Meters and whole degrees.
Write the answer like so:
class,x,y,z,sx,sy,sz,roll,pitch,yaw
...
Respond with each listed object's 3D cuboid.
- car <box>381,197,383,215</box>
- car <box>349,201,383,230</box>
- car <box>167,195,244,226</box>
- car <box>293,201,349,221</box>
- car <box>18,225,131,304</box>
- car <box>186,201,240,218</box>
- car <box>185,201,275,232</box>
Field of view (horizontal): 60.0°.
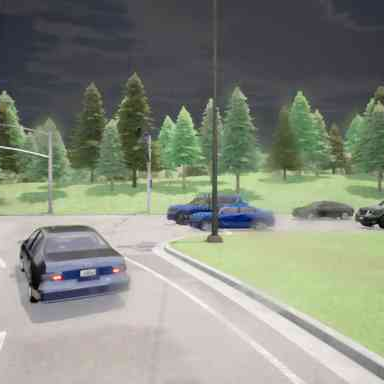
class,x,y,z,sx,sy,sz,roll,pitch,yaw
car,20.780,1.353,31.536,4.553,1.767,2.097,0,0,-5
car,13.005,1.221,20.361,5.566,2.045,2.150,0,0,-5
car,1.055,1.222,22.890,5.566,2.045,2.150,0,0,-5
car,10.719,1.505,27.197,4.892,1.490,1.837,0,0,-5
car,-3.189,1.548,8.350,2.033,1.411,5.357,0,0,-30
car,1.860,1.526,29.974,4.674,1.442,1.812,0,0,-5
car,2.319,1.478,19.484,5.008,1.535,1.882,0,0,-5
